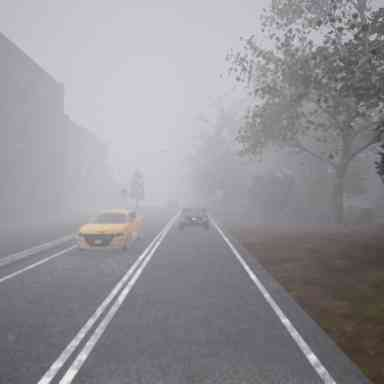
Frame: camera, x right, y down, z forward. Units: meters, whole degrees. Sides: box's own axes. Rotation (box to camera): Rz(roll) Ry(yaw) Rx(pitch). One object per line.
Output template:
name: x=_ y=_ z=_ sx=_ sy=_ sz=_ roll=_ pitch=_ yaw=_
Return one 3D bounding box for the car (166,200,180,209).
car: x=-3.151 y=2.038 z=55.328 sx=1.837 sy=1.490 sz=4.892 roll=0 pitch=-1 yaw=1

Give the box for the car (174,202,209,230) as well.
car: x=0.124 y=1.604 z=21.500 sx=2.033 sy=1.411 sz=5.357 roll=0 pitch=0 yaw=0

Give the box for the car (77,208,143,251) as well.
car: x=-3.336 y=1.497 z=14.317 sx=1.882 sy=1.535 sz=5.008 roll=0 pitch=0 yaw=0
